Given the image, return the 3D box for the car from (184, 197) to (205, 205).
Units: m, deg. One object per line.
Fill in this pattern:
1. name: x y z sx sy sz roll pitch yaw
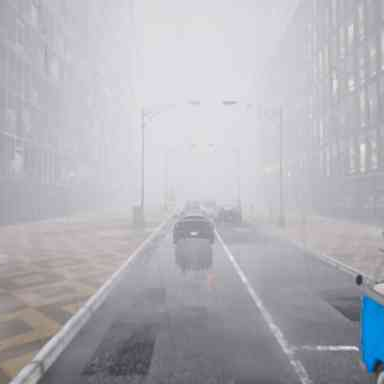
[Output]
1. car: 0.053 1.641 37.975 2.033 1.411 5.357 0 0 0

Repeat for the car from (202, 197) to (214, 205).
1. car: 2.521 1.702 46.518 1.802 1.307 4.206 1 0 0

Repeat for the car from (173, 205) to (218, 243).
1. car: 0.080 1.561 16.184 1.812 1.442 4.674 0 0 0

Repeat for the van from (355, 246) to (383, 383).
1. van: 2.580 1.345 1.980 1.690 1.788 3.998 1 0 0

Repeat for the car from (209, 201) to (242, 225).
1. car: 2.549 1.600 24.249 1.887 1.381 4.507 1 0 0
